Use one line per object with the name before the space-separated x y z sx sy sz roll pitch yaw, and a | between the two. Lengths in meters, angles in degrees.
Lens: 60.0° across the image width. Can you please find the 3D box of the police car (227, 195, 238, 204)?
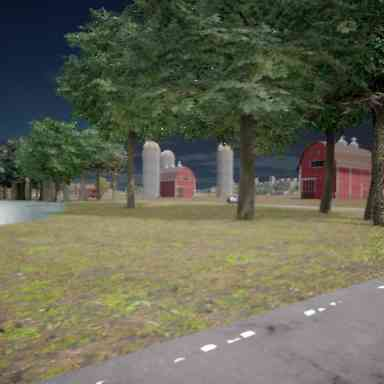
police car | 8.210 1.330 56.796 2.038 1.542 4.974 1 -1 -35
